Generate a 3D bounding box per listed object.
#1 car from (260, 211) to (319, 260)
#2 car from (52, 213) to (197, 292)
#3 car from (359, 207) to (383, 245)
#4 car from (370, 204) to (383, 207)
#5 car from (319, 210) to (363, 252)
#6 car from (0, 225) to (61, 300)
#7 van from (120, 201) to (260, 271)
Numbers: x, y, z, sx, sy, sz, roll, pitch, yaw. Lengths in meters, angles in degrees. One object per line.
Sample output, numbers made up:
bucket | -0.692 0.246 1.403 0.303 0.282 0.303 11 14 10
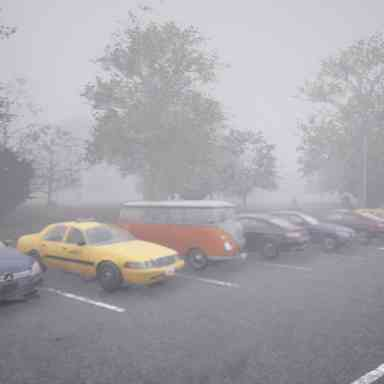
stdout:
car | 2.018 1.556 12.555 4.674 1.452 2.002 -1 -1 35
car | -2.698 1.488 9.049 5.366 1.575 1.946 -1 -1 35
car | 6.884 1.578 15.895 4.674 1.452 2.002 -1 -1 36
car | 9.186 1.547 17.681 5.366 1.575 1.946 -1 -1 36
car | 4.460 1.567 14.218 4.674 1.452 2.002 0 -1 36
car | -5.277 1.524 7.438 4.674 1.452 2.002 -1 -1 34
van | -0.324 1.277 10.799 4.442 1.987 1.878 -1 -1 35
